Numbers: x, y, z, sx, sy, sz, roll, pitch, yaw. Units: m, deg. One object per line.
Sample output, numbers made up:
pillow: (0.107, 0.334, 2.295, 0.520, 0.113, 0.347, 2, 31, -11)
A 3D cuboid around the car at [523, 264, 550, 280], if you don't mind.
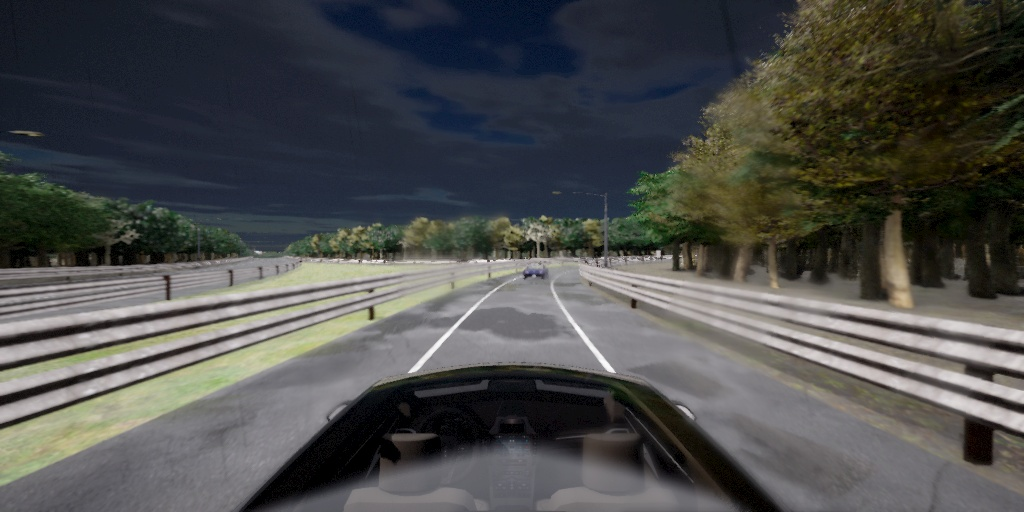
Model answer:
car: (2.227, 1.365, 31.533, 1.895, 1.301, 4.718, 0, 0, 11)
